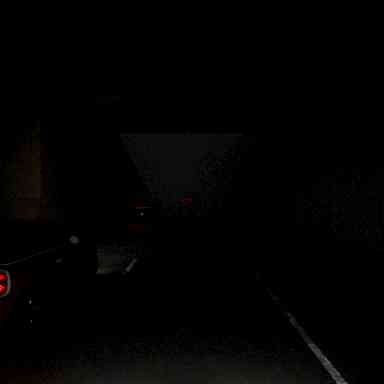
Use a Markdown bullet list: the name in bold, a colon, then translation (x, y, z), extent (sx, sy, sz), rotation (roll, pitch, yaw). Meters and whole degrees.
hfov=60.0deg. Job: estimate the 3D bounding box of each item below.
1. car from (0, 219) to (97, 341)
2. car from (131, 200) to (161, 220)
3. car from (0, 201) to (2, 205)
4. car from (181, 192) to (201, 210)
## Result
- **car**: translation (-3.431, 1.311, 6.599), extent (2.097, 1.767, 4.553), rotation (0, 0, 0)
- **car**: translation (-3.537, 1.330, 25.889), extent (2.128, 1.511, 4.902), rotation (0, 0, 0)
- **car**: translation (-10.712, 1.092, 21.086), extent (2.150, 2.045, 5.566), rotation (0, 0, 0)
- **car**: translation (-0.102, 0.972, 39.526), extent (2.150, 2.045, 5.566), rotation (0, 0, -1)
